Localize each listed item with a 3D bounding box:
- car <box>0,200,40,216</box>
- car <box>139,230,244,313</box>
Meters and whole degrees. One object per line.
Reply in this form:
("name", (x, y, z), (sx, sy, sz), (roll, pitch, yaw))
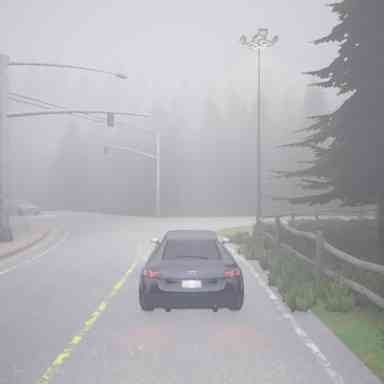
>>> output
("car", (-17.061, 1.525, 32.812), (4.674, 1.442, 1.812), (0, 0, 30))
("car", (-0.029, 1.564, 7.775), (1.994, 1.385, 4.181), (0, 0, -1))
